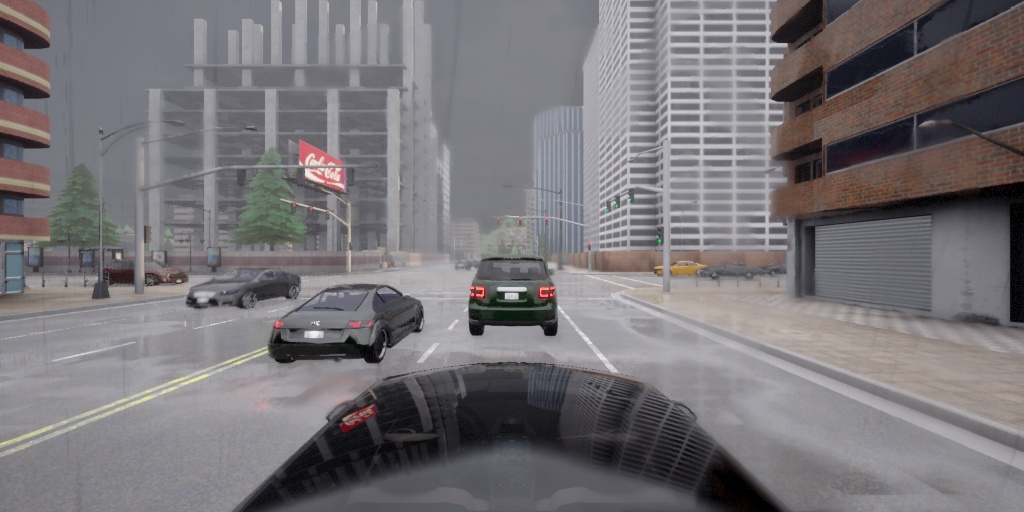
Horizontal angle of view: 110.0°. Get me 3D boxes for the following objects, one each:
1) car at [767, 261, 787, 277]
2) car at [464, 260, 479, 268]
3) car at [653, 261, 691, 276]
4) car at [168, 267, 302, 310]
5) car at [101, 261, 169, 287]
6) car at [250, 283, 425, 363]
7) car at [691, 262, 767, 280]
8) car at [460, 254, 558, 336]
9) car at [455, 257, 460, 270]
[{"bbox_3d":[26.230,1.241,34.736,4.902,1.511,2.128,0,0,0],"label":"car"},{"bbox_3d":[-6.771,1.314,59.795,1.994,1.385,4.181,0,0,1],"label":"car"},{"bbox_3d":[16.294,1.228,34.746,5.008,1.535,1.882,0,0,0],"label":"car"},{"bbox_3d":[-10.617,1.241,14.662,2.128,1.511,4.902,0,0,-2],"label":"car"},{"bbox_3d":[-24.541,1.102,24.027,4.553,1.767,2.097,0,0,1],"label":"car"},{"bbox_3d":[-3.377,1.314,8.149,1.994,1.385,4.181,0,0,0],"label":"car"},{"bbox_3d":[18.772,1.241,31.245,4.902,1.511,2.128,0,0,0],"label":"car"},{"bbox_3d":[0.099,0.971,10.537,2.150,2.045,5.566,0,0,2],"label":"car"},{"bbox_3d":[-6.838,1.241,50.685,2.128,1.511,4.902,0,0,0],"label":"car"}]
